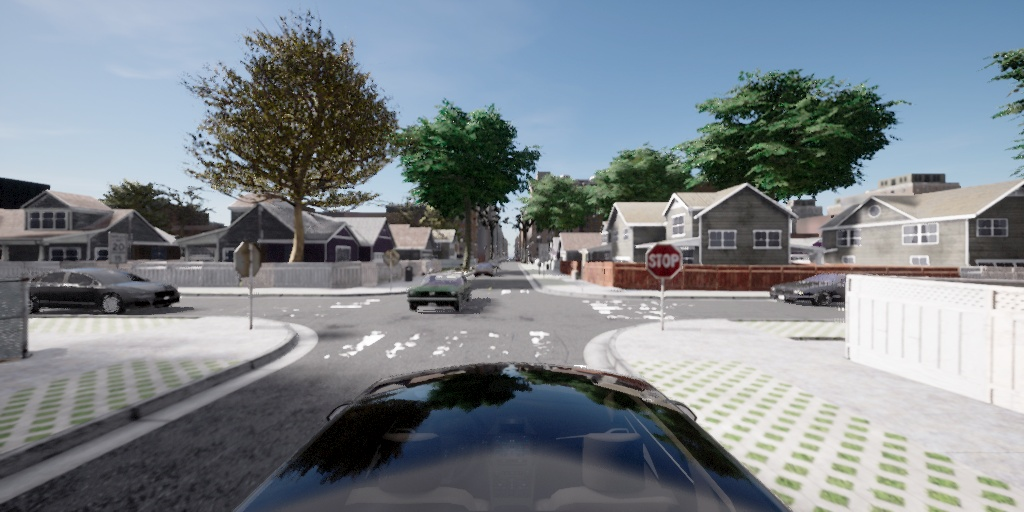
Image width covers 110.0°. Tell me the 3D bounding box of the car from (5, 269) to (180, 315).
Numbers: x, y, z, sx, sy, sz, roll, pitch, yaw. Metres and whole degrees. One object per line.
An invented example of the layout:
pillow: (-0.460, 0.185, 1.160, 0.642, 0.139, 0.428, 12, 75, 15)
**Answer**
car: (-14.624, 1.213, 12.658, 4.892, 1.490, 1.837, 0, 0, 0)

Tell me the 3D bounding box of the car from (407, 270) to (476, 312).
car: (-2.749, 1.376, 14.551, 1.895, 1.301, 4.718, 0, 0, 0)

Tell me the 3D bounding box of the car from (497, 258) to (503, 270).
car: (-2.750, 1.356, 54.130, 1.837, 1.490, 4.892, 0, 0, 0)

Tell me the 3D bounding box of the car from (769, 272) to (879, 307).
car: (14.401, 1.421, 15.609, 5.357, 1.411, 2.033, 0, 0, 0)

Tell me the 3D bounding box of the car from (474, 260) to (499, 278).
car: (-2.751, 1.393, 36.344, 2.033, 1.411, 5.357, 0, 0, 0)
